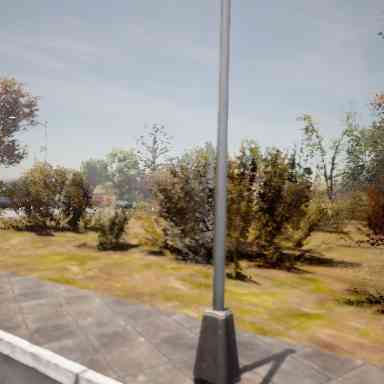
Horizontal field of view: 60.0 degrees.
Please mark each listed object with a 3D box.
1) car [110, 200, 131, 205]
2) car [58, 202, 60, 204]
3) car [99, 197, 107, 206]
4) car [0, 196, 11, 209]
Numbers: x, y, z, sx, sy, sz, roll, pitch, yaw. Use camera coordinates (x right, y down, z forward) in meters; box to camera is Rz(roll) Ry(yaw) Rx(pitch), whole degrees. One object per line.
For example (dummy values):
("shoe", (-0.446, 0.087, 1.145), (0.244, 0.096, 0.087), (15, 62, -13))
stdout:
("car", (-10.233, 2.083, 51.033), (1.895, 1.301, 4.718), (2, -2, 19))
("car", (-16.628, 1.561, 43.738), (1.994, 1.385, 4.181), (2, -2, 19))
("car", (-13.342, 1.951, 53.220), (1.812, 1.442, 4.674), (2, -2, 19))
("car", (-19.849, 1.144, 34.320), (2.033, 1.411, 5.357), (2, -1, 19))
